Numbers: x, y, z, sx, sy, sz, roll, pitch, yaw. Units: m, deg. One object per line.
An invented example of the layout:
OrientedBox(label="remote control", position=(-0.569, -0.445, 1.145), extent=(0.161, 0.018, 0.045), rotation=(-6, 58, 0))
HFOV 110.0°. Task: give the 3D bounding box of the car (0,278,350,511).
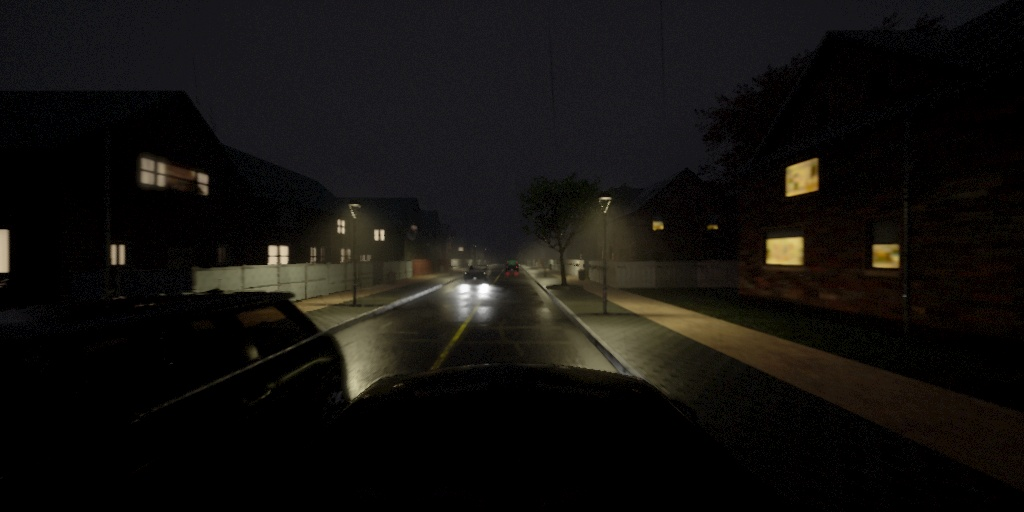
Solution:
OrientedBox(label="car", position=(-2.837, 1.103, 2.060), extent=(2.097, 1.767, 4.553), rotation=(0, 0, 0))

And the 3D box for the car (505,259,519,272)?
OrientedBox(label="car", position=(-0.001, 1.483, 48.307), extent=(1.895, 1.301, 4.718), rotation=(0, 0, 0))

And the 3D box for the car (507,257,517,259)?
OrientedBox(label="car", position=(-0.003, 1.166, 58.646), extent=(2.150, 2.045, 5.566), rotation=(0, 0, 0))

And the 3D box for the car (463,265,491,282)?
OrientedBox(label="car", position=(-2.760, 1.393, 29.108), extent=(1.895, 1.301, 4.718), rotation=(0, 0, 0))
